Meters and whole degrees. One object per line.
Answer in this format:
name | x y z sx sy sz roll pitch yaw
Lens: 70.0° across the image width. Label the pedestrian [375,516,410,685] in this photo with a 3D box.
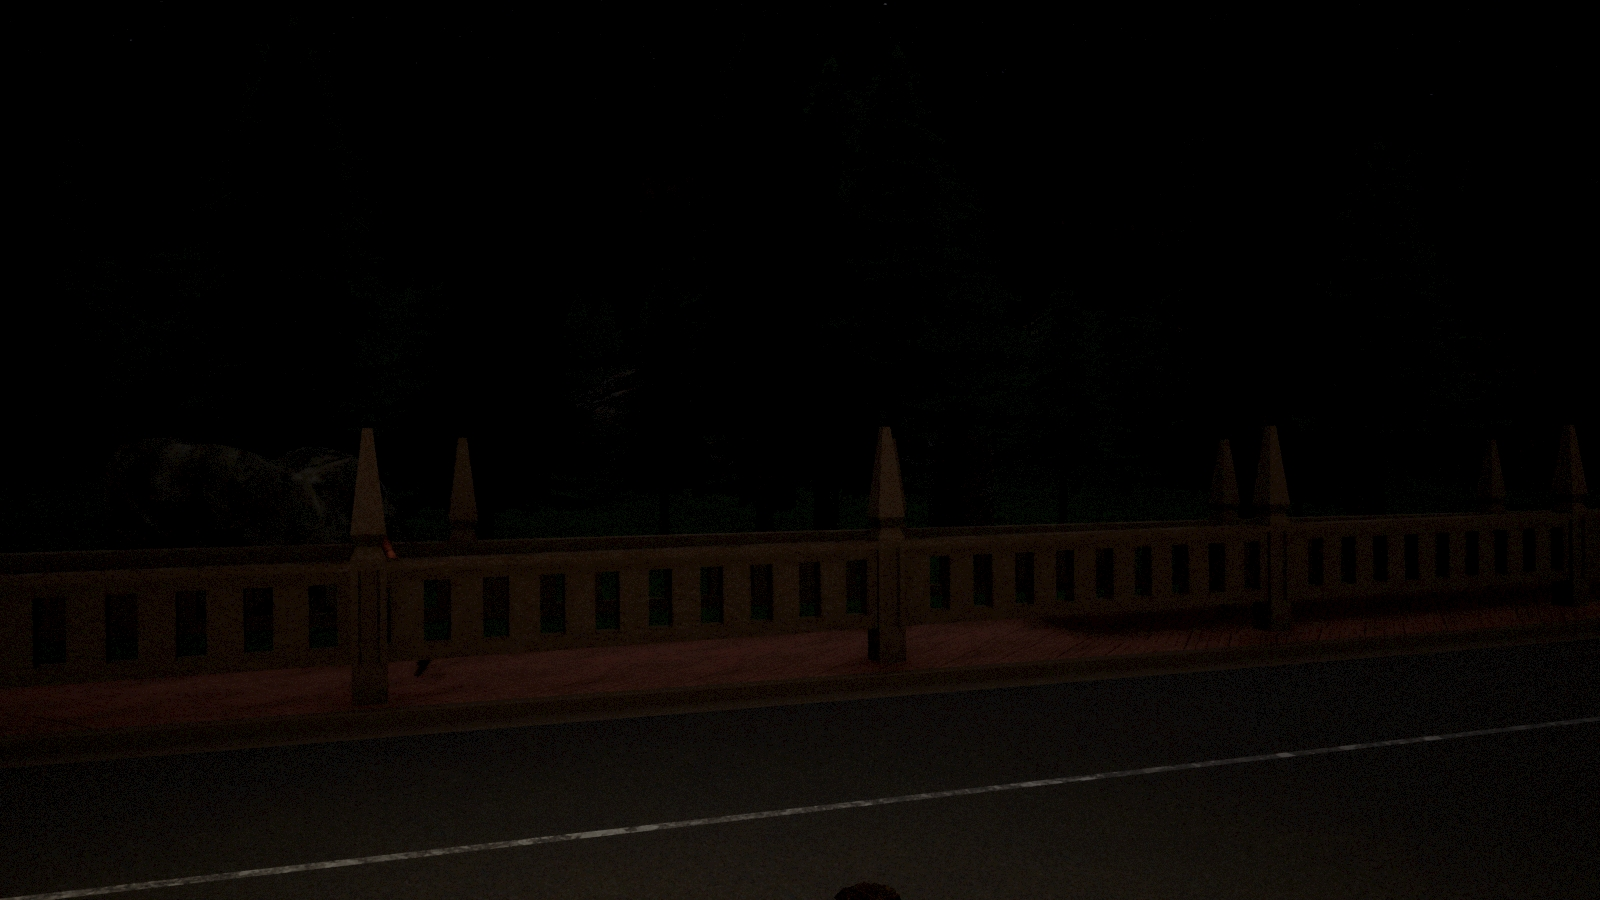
pedestrian | -4.636 1.694 13.001 0.375 1.860 0.375 0 0 -20
